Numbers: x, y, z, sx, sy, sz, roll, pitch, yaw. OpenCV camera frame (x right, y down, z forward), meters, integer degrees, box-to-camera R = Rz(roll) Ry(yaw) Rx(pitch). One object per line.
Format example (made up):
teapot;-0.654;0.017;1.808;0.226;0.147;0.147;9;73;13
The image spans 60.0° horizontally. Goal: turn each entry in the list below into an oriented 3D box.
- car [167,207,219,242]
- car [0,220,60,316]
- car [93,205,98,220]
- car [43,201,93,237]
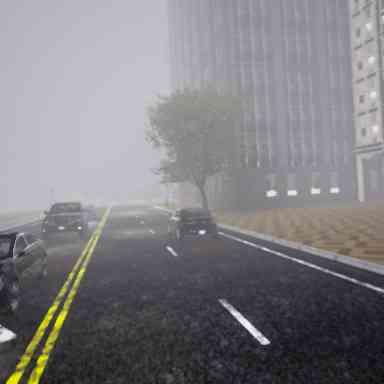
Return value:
car;-0.077;1.517;16.712;1.837;1.490;4.892;-3;0;-12
car;-4.766;1.747;7.899;2.128;1.511;4.902;-3;0;-13
car;-10.751;2.069;34.228;2.128;1.511;4.902;-3;0;-12
car;-7.710;1.637;20.708;2.150;2.045;5.566;-3;0;-13
